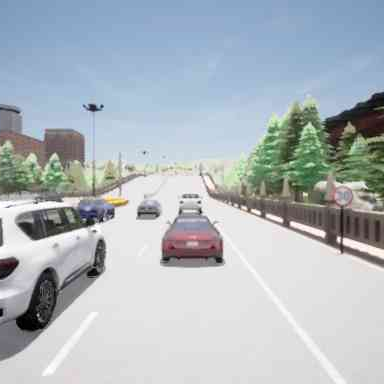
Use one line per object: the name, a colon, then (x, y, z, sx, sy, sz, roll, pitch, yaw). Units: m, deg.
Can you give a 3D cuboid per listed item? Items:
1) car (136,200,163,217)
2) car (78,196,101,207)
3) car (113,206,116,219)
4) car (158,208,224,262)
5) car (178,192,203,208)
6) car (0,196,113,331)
car: (-3.633, 1.377, 28.904, 2.033, 1.411, 5.357, 0, 0, -1)
car: (-14.423, 1.272, 47.256, 1.812, 1.442, 4.674, 0, 0, 0)
car: (-7.099, 1.219, 24.668, 2.097, 1.767, 4.553, 0, 0, 0)
car: (0.003, 1.489, 11.836, 1.994, 1.385, 4.181, 0, 0, 0)
car: (-0.161, 1.023, 31.753, 2.150, 2.045, 5.566, 0, 0, 0)
car: (-3.449, 1.188, 6.933, 2.150, 2.045, 5.566, 0, 0, 0)
